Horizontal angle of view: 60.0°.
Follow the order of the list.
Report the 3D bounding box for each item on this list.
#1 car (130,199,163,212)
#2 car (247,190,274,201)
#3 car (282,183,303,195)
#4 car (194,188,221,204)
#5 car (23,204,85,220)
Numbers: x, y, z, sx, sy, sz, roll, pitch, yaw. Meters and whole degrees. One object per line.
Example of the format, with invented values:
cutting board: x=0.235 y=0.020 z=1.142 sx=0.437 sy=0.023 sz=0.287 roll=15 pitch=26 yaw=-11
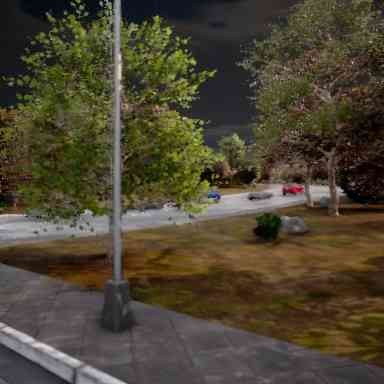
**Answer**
car: x=-5.017 y=1.285 z=35.009 sx=1.994 sy=1.385 sz=4.181 roll=0 pitch=2 yaw=38
car: x=9.828 y=0.433 z=47.775 sx=2.033 sy=1.411 sz=5.357 roll=0 pitch=3 yaw=38
car: x=17.497 y=-0.517 z=57.848 sx=2.150 sy=2.045 sz=5.566 roll=0 pitch=3 yaw=36
car: x=1.539 y=0.533 z=43.254 sx=2.150 sy=2.045 sz=5.566 roll=0 pitch=3 yaw=39
car: x=-11.190 y=1.429 z=27.210 sx=2.128 sy=1.511 sz=4.902 roll=0 pitch=1 yaw=38
